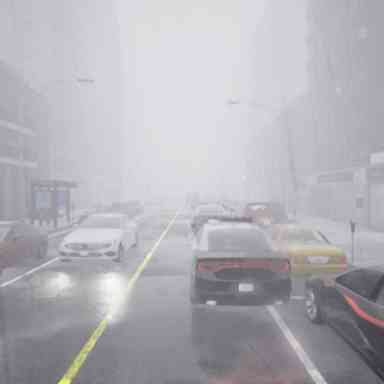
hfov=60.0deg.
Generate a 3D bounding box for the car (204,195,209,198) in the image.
[{"bbox_3d":[2.947,1.416,42.835,2.008,1.369,4.403,0,0,0],"label":"car"}]

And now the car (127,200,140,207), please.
[{"bbox_3d":[-5.613,1.483,26.269,1.947,1.339,4.313,0,0,0],"label":"car"}]

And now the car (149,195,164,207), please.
[{"bbox_3d":[-5.567,1.430,48.369,1.802,1.307,4.206,0,0,0],"label":"car"}]

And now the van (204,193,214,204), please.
[{"bbox_3d":[2.982,1.155,59.406,1.690,1.788,3.998,0,0,0],"label":"van"}]

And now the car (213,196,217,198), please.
[{"bbox_3d":[2.913,1.358,26.264,1.967,1.590,4.097,0,0,0],"label":"car"}]

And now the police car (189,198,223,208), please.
[{"bbox_3d":[0.938,1.369,18.188,1.930,1.638,5.238,0,0,0],"label":"police car"}]

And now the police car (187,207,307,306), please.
[{"bbox_3d":[0.916,1.400,8.188,1.930,1.638,5.238,0,0,0],"label":"police car"}]

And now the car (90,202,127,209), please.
[{"bbox_3d":[-5.624,1.480,20.744,1.887,1.381,4.507,0,0,0],"label":"car"}]

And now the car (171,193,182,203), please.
[{"bbox_3d":[-2.876,1.352,62.433,2.033,1.411,5.357,0,0,0],"label":"car"}]

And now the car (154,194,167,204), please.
[{"bbox_3d":[-5.544,1.254,59.419,1.967,1.590,4.097,0,0,0],"label":"car"}]

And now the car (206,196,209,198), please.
[{"bbox_3d":[2.936,1.434,37.312,2.008,1.369,4.403,0,0,0],"label":"car"}]

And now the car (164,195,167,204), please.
[{"bbox_3d":[-5.556,1.397,53.894,1.947,1.339,4.313,0,0,0],"label":"car"}]

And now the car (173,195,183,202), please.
[{"bbox_3d":[-2.857,1.400,69.056,1.895,1.301,4.718,0,0,0],"label":"car"}]

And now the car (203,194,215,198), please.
[{"bbox_3d":[2.959,1.414,48.359,1.947,1.339,4.313,0,0,0],"label":"car"}]

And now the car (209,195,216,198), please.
[{"bbox_3d":[2.924,1.340,31.788,1.967,1.590,4.097,0,0,0],"label":"car"}]

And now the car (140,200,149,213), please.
[{"bbox_3d":[-5.601,1.466,31.794,1.947,1.339,4.313,0,0,0],"label":"car"}]

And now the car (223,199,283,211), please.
[{"bbox_3d":[2.890,1.267,15.217,2.192,1.841,5.009,0,0,0],"label":"car"}]

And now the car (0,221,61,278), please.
[{"bbox_3d":[-5.648,1.552,9.694,1.802,1.307,4.206,0,0,0],"label":"car"}]

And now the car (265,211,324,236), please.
[{"bbox_3d":[2.879,1.494,9.864,1.752,1.417,4.829,0,0,0],"label":"car"}]

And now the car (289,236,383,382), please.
[{"bbox_3d":[2.867,1.553,4.171,1.947,1.339,4.313,0,0,0],"label":"car"}]

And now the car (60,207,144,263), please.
[{"bbox_3d":[-3.088,1.488,11.900,1.812,1.442,4.674,0,0,0],"label":"car"}]

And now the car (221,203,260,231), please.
[{"bbox_3d":[2.901,1.460,20.911,1.752,1.417,4.829,0,0,0],"label":"car"}]

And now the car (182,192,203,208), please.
[{"bbox_3d":[0.112,1.076,46.316,2.150,2.045,5.566,0,0,0],"label":"car"}]
